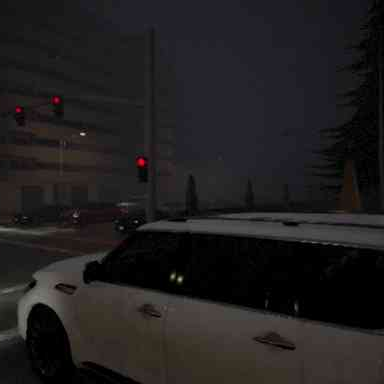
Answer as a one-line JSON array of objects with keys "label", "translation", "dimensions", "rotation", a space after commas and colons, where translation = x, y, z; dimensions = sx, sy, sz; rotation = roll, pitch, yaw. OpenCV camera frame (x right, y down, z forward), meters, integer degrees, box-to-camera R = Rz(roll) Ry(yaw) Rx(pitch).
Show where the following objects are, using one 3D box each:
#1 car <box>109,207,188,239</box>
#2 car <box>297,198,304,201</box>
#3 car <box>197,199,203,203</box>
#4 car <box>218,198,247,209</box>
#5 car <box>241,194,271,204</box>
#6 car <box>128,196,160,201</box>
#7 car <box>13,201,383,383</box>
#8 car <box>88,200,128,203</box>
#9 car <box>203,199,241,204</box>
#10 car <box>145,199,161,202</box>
[{"label": "car", "translation": [-2.311, 1.650, 18.989], "dimensions": [1.812, 1.442, 4.674], "rotation": [-1, 0, 35]}, {"label": "car", "translation": [18.724, 1.665, 55.476], "dimensions": [1.994, 1.385, 4.181], "rotation": [0, 0, 34]}, {"label": "car", "translation": [0.396, 1.651, 41.530], "dimensions": [1.882, 1.535, 5.008], "rotation": [0, 0, 34]}, {"label": "car", "translation": [6.081, 1.710, 49.734], "dimensions": [2.033, 1.411, 5.357], "rotation": [0, 0, 35]}, {"label": "car", "translation": [9.628, 1.359, 48.727], "dimensions": [2.150, 2.045, 5.566], "rotation": [0, 0, 36]}, {"label": "car", "translation": [-5.281, 1.406, 33.290], "dimensions": [2.150, 2.045, 5.566], "rotation": [0, 0, 34]}, {"label": "car", "translation": [0.335, 1.229, 3.626], "dimensions": [5.566, 2.045, 2.150], "rotation": [0, 0, 37]}, {"label": "car", "translation": [-7.293, 1.522, 24.201], "dimensions": [2.097, 1.767, 4.553], "rotation": [0, 0, 35]}, {"label": "car", "translation": [3.675, 1.654, 40.123], "dimensions": [1.837, 1.490, 4.892], "rotation": [0, 0, 34]}, {"label": "car", "translation": [-2.191, 1.686, 31.590], "dimensions": [1.812, 1.442, 4.674], "rotation": [0, 0, 35]}]
